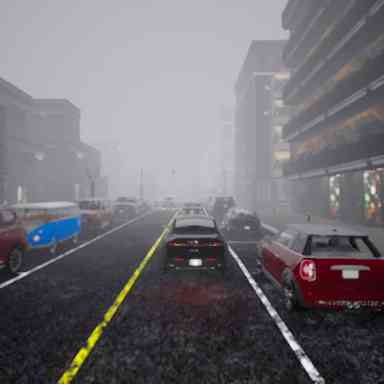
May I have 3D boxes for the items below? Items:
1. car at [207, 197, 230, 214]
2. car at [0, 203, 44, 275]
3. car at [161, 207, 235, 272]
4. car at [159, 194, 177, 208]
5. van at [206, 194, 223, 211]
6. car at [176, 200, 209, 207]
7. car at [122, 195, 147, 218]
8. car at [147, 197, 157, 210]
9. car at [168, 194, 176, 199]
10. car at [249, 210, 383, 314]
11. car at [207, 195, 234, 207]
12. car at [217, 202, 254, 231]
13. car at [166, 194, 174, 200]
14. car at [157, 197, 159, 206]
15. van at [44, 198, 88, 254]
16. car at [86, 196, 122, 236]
[{"bbox_3d":[2.683,1.342,34.646,1.967,1.590,4.097,1,0,0],"label":"car"},{"bbox_3d":[-5.676,1.294,7.612,2.192,1.841,5.009,1,0,0],"label":"car"},{"bbox_3d":[0.063,1.477,10.722,1.837,1.490,4.892,0,1,-1],"label":"car"},{"bbox_3d":[-3.117,1.374,45.991,1.837,1.490,4.892,0,0,0],"label":"car"},{"bbox_3d":[2.682,1.228,40.053,1.690,1.788,3.998,1,0,0],"label":"van"},{"bbox_3d":[0.046,1.473,26.660,2.033,1.411,5.357,0,0,0],"label":"car"},{"bbox_3d":[-5.690,1.233,29.240,2.192,1.841,5.009,1,0,0],"label":"car"},{"bbox_3d":[-5.700,1.327,40.055,1.967,1.590,4.097,1,0,0],"label":"car"},{"bbox_3d":[-5.738,1.271,94.507,1.887,1.381,4.507,1,0,0],"label":"car"},{"bbox_3d":[2.701,1.419,7.611,1.967,1.590,4.097,1,0,0],"label":"car"},{"bbox_3d":[2.689,1.233,29.238,2.192,1.841,5.009,1,0,0],"label":"car"},{"bbox_3d":[2.692,1.500,18.425,2.008,1.369,4.403,1,0,0],"label":"car"},{"bbox_3d":[-5.811,1.288,88.825,1.887,1.381,4.507,1,0,0],"label":"car"},{"bbox_3d":[-5.710,1.406,50.870,2.008,1.369,4.403,1,0,0],"label":"car"},{"bbox_3d":[-5.680,1.305,13.019,1.690,1.788,3.998,1,0,0],"label":"van"},{"bbox_3d":[-5.683,1.264,18.426,2.192,1.841,5.009,1,0,0],"label":"car"}]
